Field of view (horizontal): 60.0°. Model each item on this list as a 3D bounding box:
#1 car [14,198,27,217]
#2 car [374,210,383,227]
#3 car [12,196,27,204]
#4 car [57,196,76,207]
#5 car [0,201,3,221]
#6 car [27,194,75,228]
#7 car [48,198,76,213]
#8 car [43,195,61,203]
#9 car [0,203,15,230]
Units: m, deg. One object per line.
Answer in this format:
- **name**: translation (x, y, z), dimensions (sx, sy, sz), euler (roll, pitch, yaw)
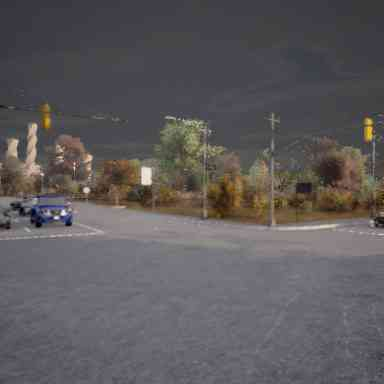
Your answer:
- **car**: translation (-15.307, 1.574, 31.717), dimensions (2.033, 1.411, 5.357), euler (0, 0, -33)
- **car**: translation (14.449, 1.639, 22.879), dimensions (5.008, 1.535, 1.882), euler (0, 0, -36)
- **car**: translation (-20.697, 1.561, 40.278), dimensions (1.895, 1.301, 4.718), euler (0, 0, -32)
- **car**: translation (-19.644, 1.389, 51.984), dimensions (1.837, 1.490, 4.892), euler (0, 1, -33)
- **car**: translation (-16.933, 1.535, 27.735), dimensions (1.812, 1.442, 4.674), euler (0, 0, -32)
- **car**: translation (-9.814, 1.255, 23.063), dimensions (2.150, 2.045, 5.566), euler (0, 0, -31)
- **car**: translation (-14.896, 1.518, 38.003), dimensions (2.128, 1.511, 4.902), euler (0, 0, -32)
- **car**: translation (-25.271, 1.299, 60.104), dimensions (1.895, 1.301, 4.718), euler (0, 1, -37)
- **car**: translation (-12.424, 1.575, 20.598), dimensions (1.994, 1.385, 4.181), euler (0, 0, -32)
